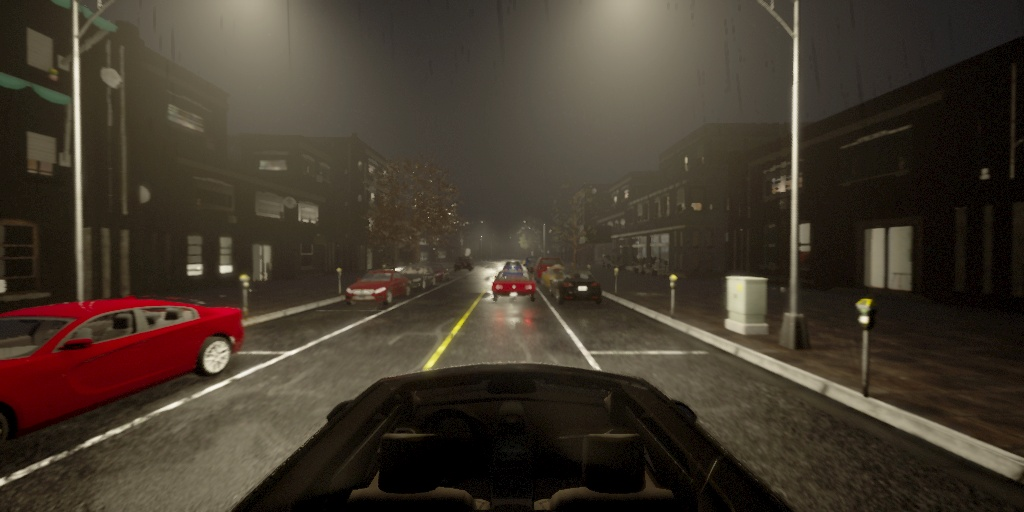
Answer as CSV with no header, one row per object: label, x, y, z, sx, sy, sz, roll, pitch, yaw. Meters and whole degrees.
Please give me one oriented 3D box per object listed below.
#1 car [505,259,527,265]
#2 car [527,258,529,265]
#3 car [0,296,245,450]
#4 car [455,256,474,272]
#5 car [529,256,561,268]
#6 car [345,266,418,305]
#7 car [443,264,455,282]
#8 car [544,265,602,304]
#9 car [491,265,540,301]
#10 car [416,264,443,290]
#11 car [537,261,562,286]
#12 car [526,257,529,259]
car,0.076,1.183,33.325,2.033,1.411,5.357,0,0,0
car,2.687,1.199,37.909,1.802,1.307,4.207,0,0,0
car,-5.686,1.288,4.616,1.888,1.381,4.507,0,0,0
car,-5.695,0.916,43.453,2.192,1.841,5.009,0,0,0
car,2.690,0.972,26.813,2.192,1.841,5.009,0,0,0
car,-5.688,1.285,15.712,1.802,1.307,4.207,0,0,0
car,-5.691,1.244,26.809,1.802,1.307,4.207,0,0,0
car,2.692,1.263,15.716,1.948,1.339,4.313,0,0,0
car,0.086,1.296,16.920,1.895,1.301,4.718,0,0,0
car,-5.690,1.233,21.260,2.007,1.370,4.403,0,0,0
car,2.692,1.203,21.433,1.751,1.417,4.829,0,0,0
car,2.686,1.122,43.627,1.751,1.417,4.829,0,0,0
